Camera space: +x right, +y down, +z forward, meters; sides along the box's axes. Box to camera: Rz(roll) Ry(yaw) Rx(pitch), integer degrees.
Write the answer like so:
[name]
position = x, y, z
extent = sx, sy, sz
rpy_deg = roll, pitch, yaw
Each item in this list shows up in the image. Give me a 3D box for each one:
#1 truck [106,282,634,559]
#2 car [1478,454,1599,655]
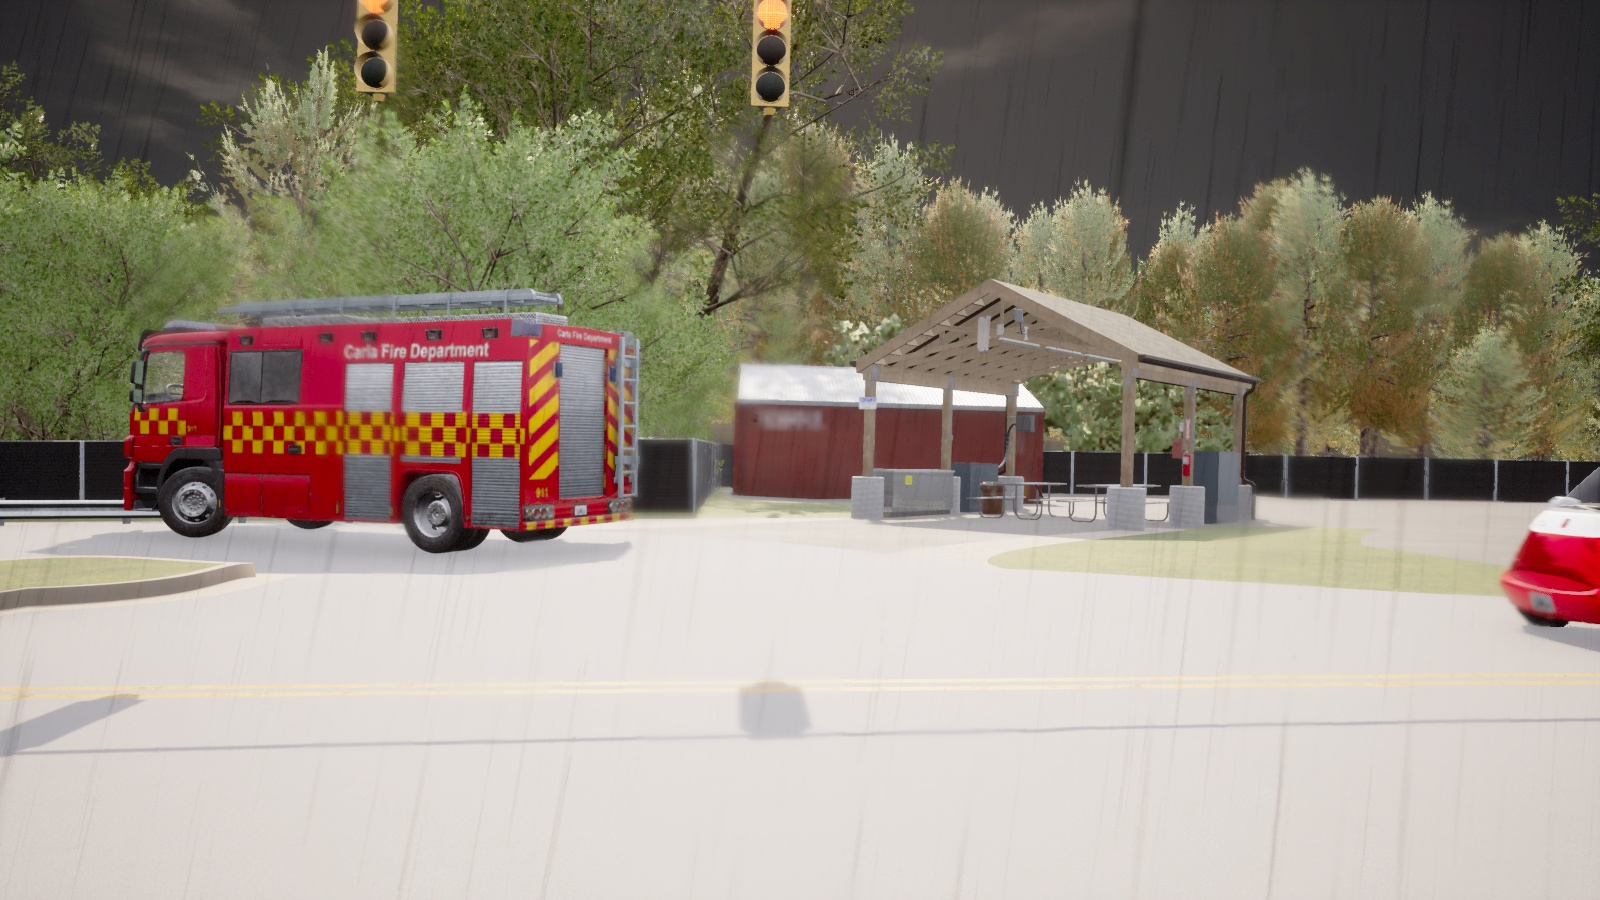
[truck]
position = -7.108, -0.474, 20.463
extent = 8.468, 3.827, 2.891
rpy_deg = 1, 1, 25
[car]
position = 6.537, 0.719, 9.326
extent = 2.207, 1.376, 1.481
rpy_deg = 0, 0, 0
